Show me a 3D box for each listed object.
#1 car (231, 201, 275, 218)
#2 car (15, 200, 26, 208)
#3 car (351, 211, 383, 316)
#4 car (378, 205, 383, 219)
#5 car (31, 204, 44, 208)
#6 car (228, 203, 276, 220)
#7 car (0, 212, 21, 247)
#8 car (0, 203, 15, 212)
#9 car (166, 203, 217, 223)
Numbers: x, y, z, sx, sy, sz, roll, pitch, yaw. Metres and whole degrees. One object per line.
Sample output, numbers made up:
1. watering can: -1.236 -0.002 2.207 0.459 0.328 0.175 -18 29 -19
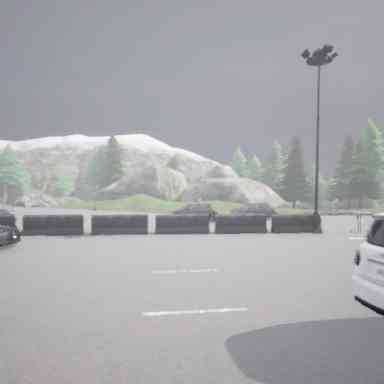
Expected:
1. car: 6.927 1.995 37.929 4.553 1.767 2.097 1 -1 -10
2. car: -33.241 2.285 64.096 1.812 1.442 4.674 2 -3 -27
3. car: 5.553 1.340 5.557 5.566 2.045 2.150 1 -1 -10
4. car: 23.695 2.298 37.188 4.892 1.490 1.837 1 -1 -9
5. car: -39.470 3.778 84.885 1.812 1.442 4.674 2 -5 -5
6. car: 6.197 2.063 34.256 4.902 1.511 2.128 1 -1 -10
7. car: -9.409 1.684 13.688 4.181 1.385 1.994 1 -1 -10
8. car: -19.471 1.826 29.949 5.357 1.411 2.033 1 -1 -10
9. car: -0.073 1.801 29.656 4.553 1.767 2.097 1 -1 -10
